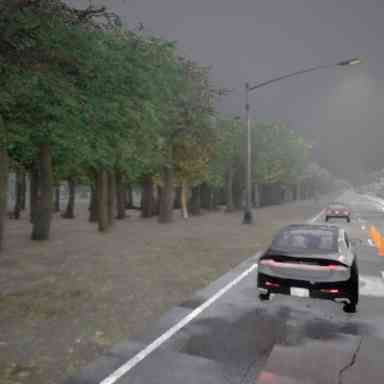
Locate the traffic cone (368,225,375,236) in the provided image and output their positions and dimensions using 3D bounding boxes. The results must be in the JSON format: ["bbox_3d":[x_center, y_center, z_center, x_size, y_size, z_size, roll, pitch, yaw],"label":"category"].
[{"bbox_3d":[8.668,1.991,15.773,0.340,0.580,0.340,0,0,25],"label":"traffic cone"}]

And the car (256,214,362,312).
[{"bbox_3d":[2.870,1.513,7.906,2.128,1.511,4.902,0,0,25],"label":"car"}]

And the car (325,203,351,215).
[{"bbox_3d":[12.179,1.625,27.787,2.033,1.411,5.357,0,0,25],"label":"car"}]

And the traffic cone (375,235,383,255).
[{"bbox_3d":[6.972,1.980,12.150,0.340,0.580,0.340,0,0,25],"label":"traffic cone"}]

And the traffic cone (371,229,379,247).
[{"bbox_3d":[7.821,1.986,13.962,0.340,0.580,0.340,0,0,25],"label":"traffic cone"}]
